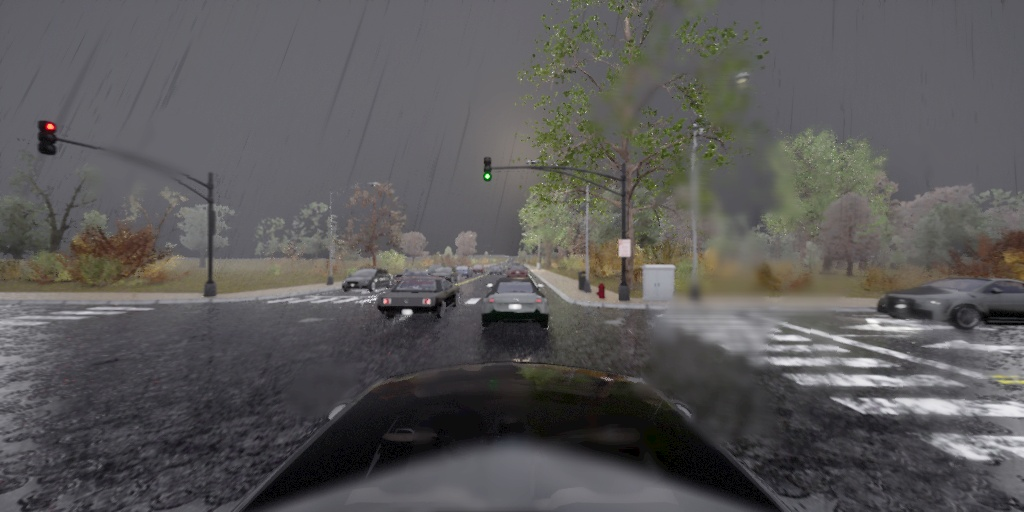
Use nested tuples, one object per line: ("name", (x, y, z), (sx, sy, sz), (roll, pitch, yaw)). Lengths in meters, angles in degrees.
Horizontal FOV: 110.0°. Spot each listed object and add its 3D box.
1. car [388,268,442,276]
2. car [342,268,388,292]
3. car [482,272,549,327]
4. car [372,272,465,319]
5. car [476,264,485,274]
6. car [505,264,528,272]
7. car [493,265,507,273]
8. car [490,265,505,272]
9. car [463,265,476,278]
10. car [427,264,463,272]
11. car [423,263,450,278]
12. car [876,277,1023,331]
("car", (-6.351, 1.659, 24.033), (1.895, 1.301, 4.718), (0, -1, 2))
("car", (-9.597, 1.560, 24.181), (1.837, 1.490, 4.892), (0, -1, 2))
("car", (0.112, 1.393, 11.864), (1.994, 1.385, 4.181), (0, -1, 1))
("car", (-3.127, 1.428, 13.079), (1.895, 1.301, 4.718), (0, -1, 1))
("car", (-5.487, 2.121, 58.543), (1.882, 1.535, 5.008), (0, -1, 2))
("car", (0.628, 1.647, 37.105), (2.097, 1.767, 4.553), (0, -1, 1))
("car", (-2.091, 2.288, 64.124), (2.033, 1.411, 5.357), (0, -1, 1))
("car", (-2.335, 2.116, 53.709), (2.033, 1.411, 5.357), (0, -1, 1))
("car", (-5.889, 1.914, 43.245), (1.812, 1.442, 4.674), (0, -1, 2))
("car", (-6.136, 1.722, 33.263), (1.837, 1.490, 4.892), (0, -1, 2))
("car", (-9.123, 1.743, 43.757), (2.097, 1.767, 4.553), (0, -1, 2))
("car", (13.512, 1.327, 10.500), (4.181, 1.385, 1.994), (0, 0, 3))
